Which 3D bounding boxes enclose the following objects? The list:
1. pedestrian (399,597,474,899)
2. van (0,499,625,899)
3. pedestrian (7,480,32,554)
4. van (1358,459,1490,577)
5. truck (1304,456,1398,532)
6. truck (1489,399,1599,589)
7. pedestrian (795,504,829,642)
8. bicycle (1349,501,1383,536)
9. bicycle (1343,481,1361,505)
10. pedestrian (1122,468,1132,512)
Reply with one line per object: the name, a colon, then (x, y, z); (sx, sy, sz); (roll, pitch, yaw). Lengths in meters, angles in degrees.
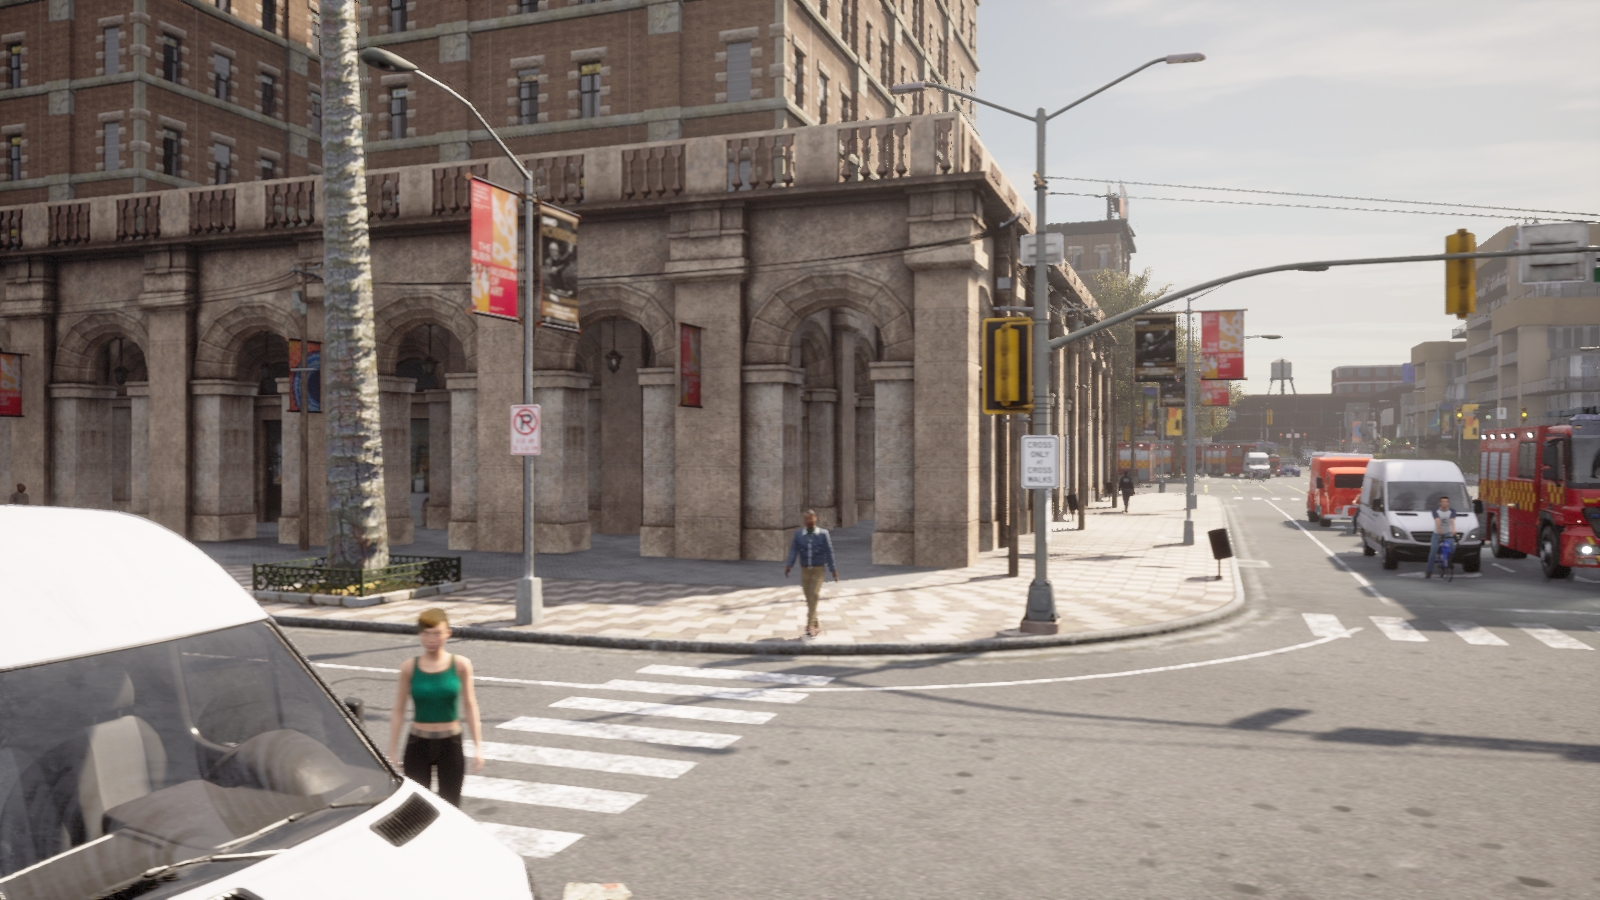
pedestrian: (-2.207, 1.849, 6.949); (0.375, 1.860, 0.375); (0, 0, -8)
van: (-3.862, 1.535, 4.810); (5.915, 2.561, 1.988); (0, 0, 18)
pedestrian: (-19.823, 1.697, 29.005); (0.375, 1.860, 0.375); (0, 0, 19)
van: (15.362, 1.534, 28.459); (1.988, 2.561, 5.915); (0, 0, 20)
truck: (20.492, 1.543, 42.733); (2.627, 2.467, 5.204); (0, 2, 20)
truck: (18.708, 0.891, 26.699); (2.891, 3.827, 8.468); (0, 0, 20)
pedestrian: (0.166, 1.696, 15.835); (0.375, 1.860, 0.375); (0, 0, 17)
bicycle: (18.754, 2.256, 37.900); (0.859, 1.080, 1.487); (0, 0, 20)
bicycle: (28.712, 2.210, 59.443); (0.329, 1.171, 1.835); (0, 0, 42)
pedestrian: (13.835, 1.696, 48.373); (0.375, 1.860, 0.375); (0, 0, 14)
